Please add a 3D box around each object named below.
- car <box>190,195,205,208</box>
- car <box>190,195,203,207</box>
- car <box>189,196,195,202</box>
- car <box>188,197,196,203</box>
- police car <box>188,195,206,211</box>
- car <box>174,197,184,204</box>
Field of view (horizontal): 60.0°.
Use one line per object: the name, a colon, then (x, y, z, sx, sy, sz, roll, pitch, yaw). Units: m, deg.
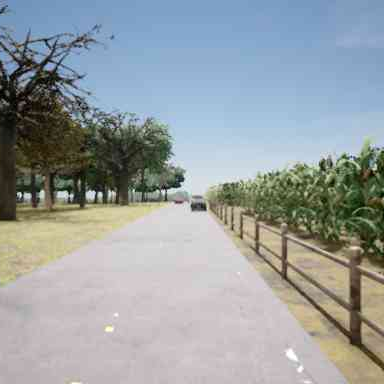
car: (0.817, 1.421, 52.328, 2.150, 2.045, 5.566, 0, 0, 0)
car: (0.816, 1.466, 58.330, 2.150, 2.045, 5.566, 0, 0, 0)
car: (-0.015, 1.985, 93.311, 1.837, 1.490, 4.892, 0, -1, 0)
car: (-0.012, 1.831, 78.304, 1.812, 1.442, 4.674, 0, 0, 0)
police car: (0.818, 1.566, 42.400, 1.930, 1.638, 5.238, 0, 0, 0)
car: (-2.761, 1.820, 71.003, 1.882, 1.535, 5.008, 0, 0, 0)
